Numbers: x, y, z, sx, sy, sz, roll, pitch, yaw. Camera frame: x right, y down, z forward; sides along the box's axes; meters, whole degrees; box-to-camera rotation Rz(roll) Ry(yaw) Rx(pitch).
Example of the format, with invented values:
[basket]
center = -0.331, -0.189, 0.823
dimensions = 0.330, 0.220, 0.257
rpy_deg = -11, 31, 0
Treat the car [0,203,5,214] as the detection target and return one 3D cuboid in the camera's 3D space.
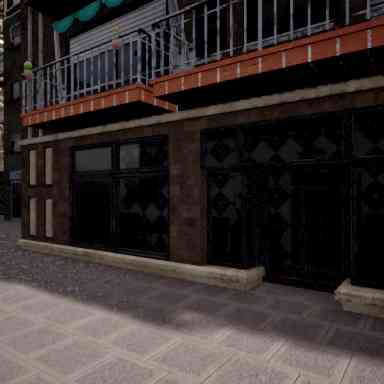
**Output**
[car]
center = -19.409, 1.320, 30.057
dimensions = 1.967, 1.590, 4.097
rpy_deg = 0, 1, 36
